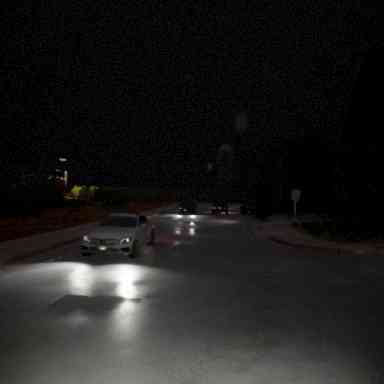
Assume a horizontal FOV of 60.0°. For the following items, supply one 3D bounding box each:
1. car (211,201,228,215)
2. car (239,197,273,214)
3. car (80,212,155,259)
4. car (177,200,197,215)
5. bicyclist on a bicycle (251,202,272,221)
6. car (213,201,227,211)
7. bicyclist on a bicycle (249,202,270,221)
[{"bbox_3d":[3.135,1.796,37.371,2.033,1.411,5.357,1,-1,6],"label":"car"},{"bbox_3d":[7.326,1.554,37.892,1.905,1.878,3.866,-5,2,-37],"label":"car"},{"bbox_3d":[-2.636,1.527,12.888,1.812,1.442,4.674,2,0,5],"label":"car"},{"bbox_3d":[-0.492,1.686,36.960,1.837,1.490,4.892,1,-1,5],"label":"car"},{"bbox_3d":[5.971,1.698,28.698,1.656,1.620,0.582,1,0,-14],"label":"bicyclist on a bicycle"},{"bbox_3d":[4.075,1.980,48.303,1.895,1.301,4.718,2,0,5],"label":"car"},{"bbox_3d":[5.617,1.694,28.181,1.656,1.620,0.582,0,1,-6],"label":"bicyclist on a bicycle"}]
